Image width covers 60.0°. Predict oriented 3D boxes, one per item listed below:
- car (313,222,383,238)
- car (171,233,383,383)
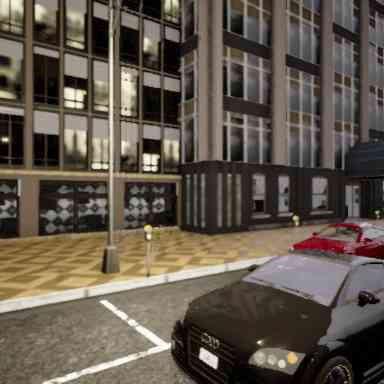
[{"bbox_3d":[4.662,1.583,9.885,4.206,1.307,1.802,0,0,-35],"label":"car"},{"bbox_3d":[1.796,1.565,4.660,4.181,1.385,1.994,0,0,-36],"label":"car"}]
